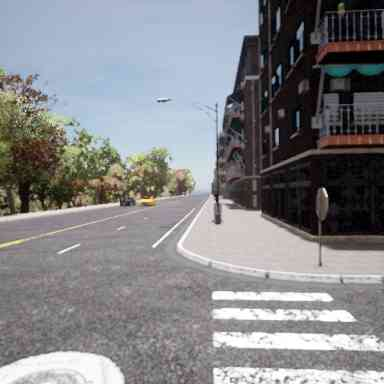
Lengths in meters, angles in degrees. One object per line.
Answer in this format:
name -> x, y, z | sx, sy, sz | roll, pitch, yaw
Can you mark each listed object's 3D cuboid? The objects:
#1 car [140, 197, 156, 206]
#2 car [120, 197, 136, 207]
car -> -7.072, 1.488, 53.674 | 1.882, 1.535, 5.008 | -1, 0, 4
car -> -10.315, 1.563, 53.881 | 1.837, 1.490, 4.892 | -1, 0, 4
